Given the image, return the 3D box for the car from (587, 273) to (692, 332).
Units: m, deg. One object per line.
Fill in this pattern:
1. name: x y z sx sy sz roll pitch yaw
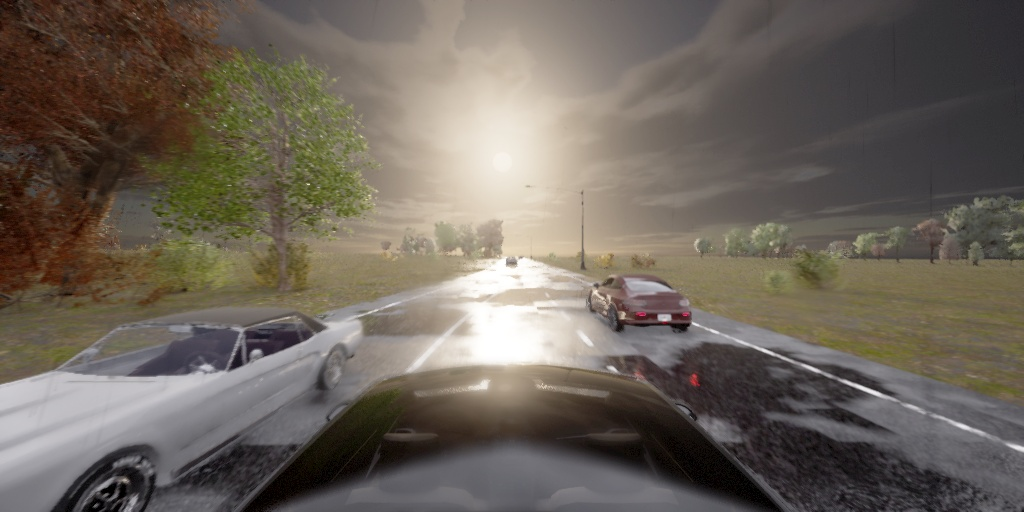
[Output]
1. car: 3.485 1.229 10.498 1.812 1.442 4.674 0 0 0

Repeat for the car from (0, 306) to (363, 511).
1. car: -3.549 1.336 3.969 1.895 1.301 4.718 0 0 2

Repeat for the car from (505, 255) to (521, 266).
1. car: -0.089 0.780 59.613 2.097 1.767 4.553 0 0 0
